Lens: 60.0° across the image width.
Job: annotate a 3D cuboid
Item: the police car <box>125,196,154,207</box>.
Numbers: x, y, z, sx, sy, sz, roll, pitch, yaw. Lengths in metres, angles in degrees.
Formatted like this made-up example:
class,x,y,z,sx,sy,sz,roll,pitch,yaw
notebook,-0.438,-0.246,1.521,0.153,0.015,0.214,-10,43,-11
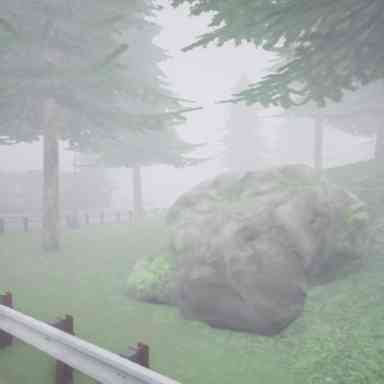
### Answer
class,x,y,z,sx,sy,sz,roll,pitch,yaw
police car,-7.167,1.242,46.061,4.974,1.542,2.038,1,0,44
